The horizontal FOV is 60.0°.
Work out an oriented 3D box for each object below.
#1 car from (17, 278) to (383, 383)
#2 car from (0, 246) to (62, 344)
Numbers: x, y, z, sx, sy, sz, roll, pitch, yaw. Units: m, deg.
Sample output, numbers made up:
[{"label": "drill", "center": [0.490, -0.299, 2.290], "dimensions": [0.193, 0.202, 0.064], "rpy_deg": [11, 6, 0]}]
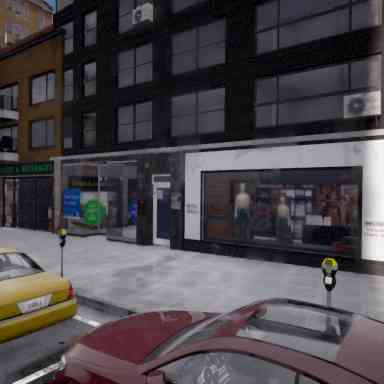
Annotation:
[{"label": "car", "center": [0.621, 1.582, 2.634], "dimensions": [4.206, 1.307, 1.802], "rpy_deg": [0, 1, 36]}, {"label": "car", "center": [-4.065, 1.523, 5.977], "dimensions": [4.829, 1.417, 1.752], "rpy_deg": [0, 1, 36]}]
